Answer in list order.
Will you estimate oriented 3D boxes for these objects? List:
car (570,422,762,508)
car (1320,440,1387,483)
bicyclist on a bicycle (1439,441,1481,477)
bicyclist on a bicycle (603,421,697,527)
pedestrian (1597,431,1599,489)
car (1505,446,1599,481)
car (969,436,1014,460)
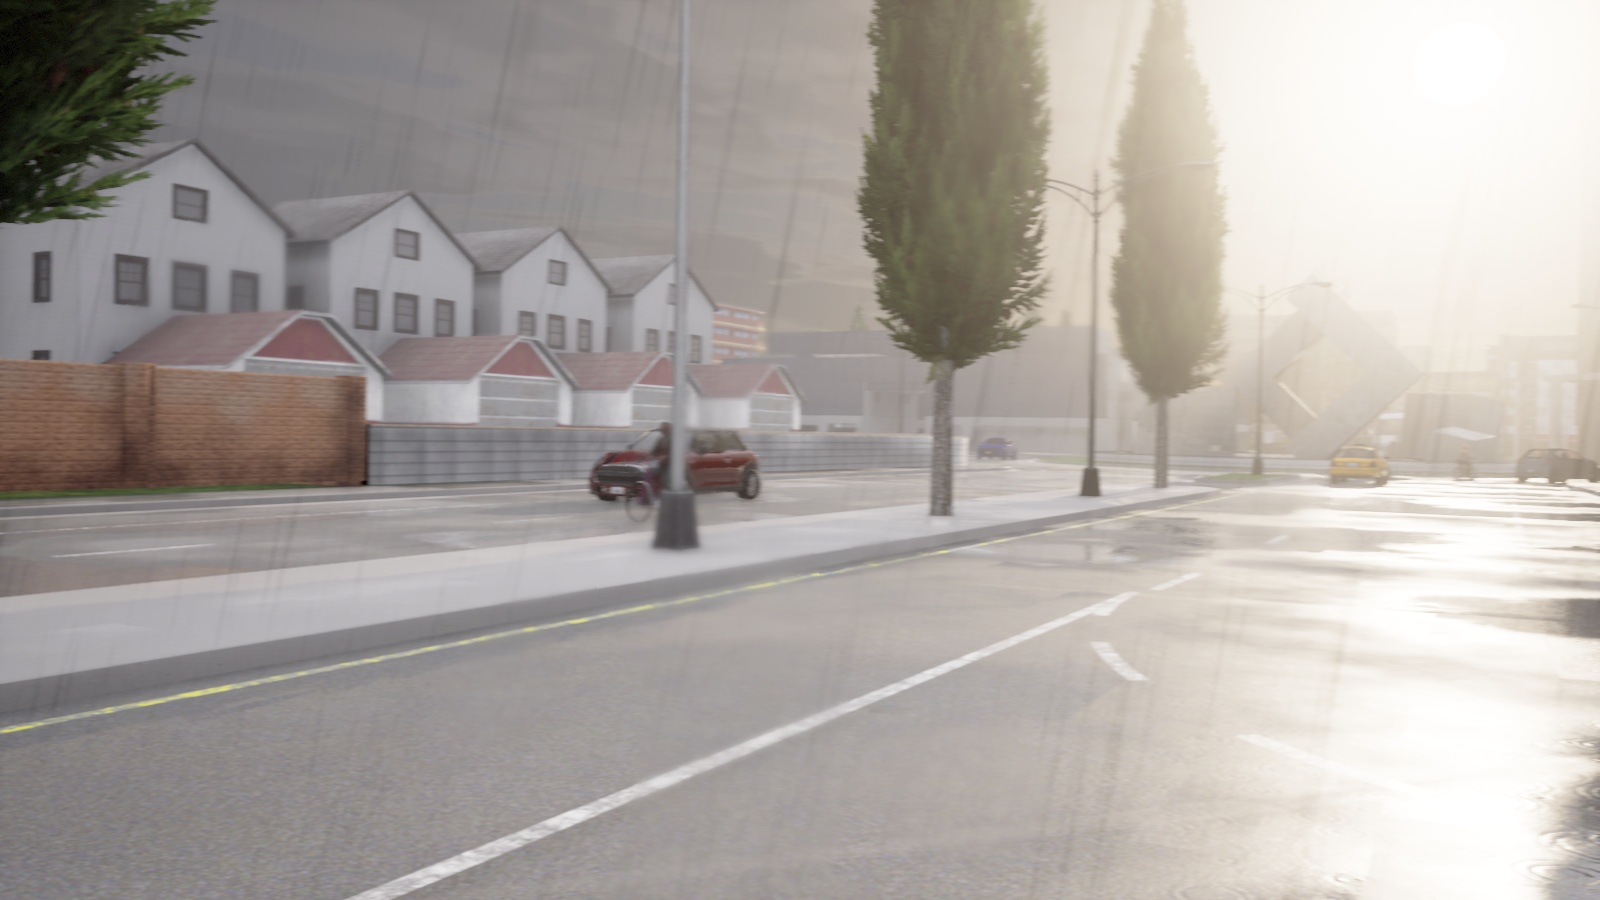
[{"bbox_3d":[-2.945,0.287,28.610,2.097,1.767,4.553,1,1,29],"label":"car"},{"bbox_3d":[21.800,0.429,49.369,1.801,1.575,5.366,1,1,30],"label":"car"},{"bbox_3d":[30.417,0.432,57.865,1.509,1.612,0.866,1,2,-22],"label":"bicyclist on a bicycle"},{"bbox_3d":[-2.603,0.398,22.008,0.659,1.776,1.843,1,1,29],"label":"bicyclist on a bicycle"},{"bbox_3d":[27.208,0.328,42.120,0.659,1.952,0.873,1,1,25],"label":"pedestrian"},{"bbox_3d":[33.088,0.587,55.097,3.633,1.501,1.845,1,1,-21],"label":"car"},{"bbox_3d":[13.018,-0.163,84.955,1.882,1.535,5.008,1,1,22],"label":"car"}]
